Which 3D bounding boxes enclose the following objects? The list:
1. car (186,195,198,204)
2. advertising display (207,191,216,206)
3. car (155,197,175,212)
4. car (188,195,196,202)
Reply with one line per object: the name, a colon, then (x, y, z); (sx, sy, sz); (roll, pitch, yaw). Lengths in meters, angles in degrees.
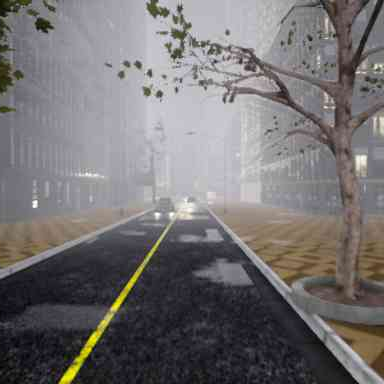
car: (0.007, 1.538, 63.418); (1.837, 1.490, 4.892); (0, 0, 0)
advertising display: (3.153, 1.055, 54.086); (1.540, 2.440, 0.280); (1, 0, 0)
car: (-3.080, 1.366, 38.418); (2.097, 1.767, 4.553); (0, 0, 0)
car: (0.011, 1.453, 77.342); (1.812, 1.442, 4.674); (0, 0, 0)
